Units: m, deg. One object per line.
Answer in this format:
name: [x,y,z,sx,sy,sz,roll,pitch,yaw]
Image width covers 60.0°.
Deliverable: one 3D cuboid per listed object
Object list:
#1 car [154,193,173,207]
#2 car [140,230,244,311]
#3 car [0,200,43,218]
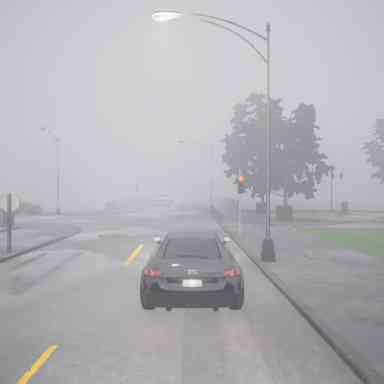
car: [-4.504,1.221,51.042,2.150,2.045,5.566,0,0,-1]
car: [0.002,1.564,7.826,1.994,1.385,4.181,0,0,0]
car: [-15.969,1.477,29.585,5.008,1.535,1.882,0,0,1]
